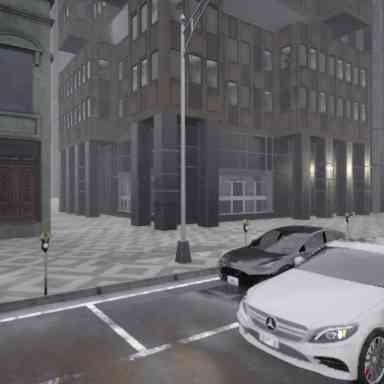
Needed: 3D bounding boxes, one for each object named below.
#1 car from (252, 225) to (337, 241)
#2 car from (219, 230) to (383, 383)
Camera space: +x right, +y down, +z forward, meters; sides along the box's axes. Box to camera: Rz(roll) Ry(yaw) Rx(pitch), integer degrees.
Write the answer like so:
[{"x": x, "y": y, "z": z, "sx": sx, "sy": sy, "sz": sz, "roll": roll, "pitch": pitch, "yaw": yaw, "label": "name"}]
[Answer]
[{"x": 2.670, "y": 1.571, "z": 8.548, "sx": 4.313, "sy": 1.339, "sz": 1.947, "roll": 0, "pitch": 0, "yaw": -35, "label": "car"}, {"x": 2.832, "y": 1.529, "z": 5.392, "sx": 4.674, "sy": 1.442, "sz": 1.812, "roll": 0, "pitch": 0, "yaw": -35, "label": "car"}]
